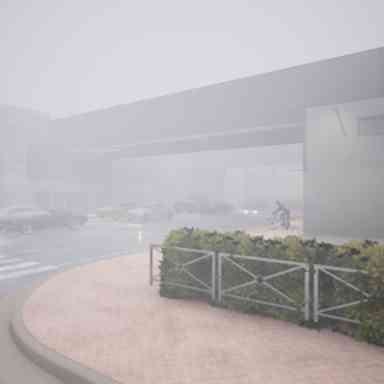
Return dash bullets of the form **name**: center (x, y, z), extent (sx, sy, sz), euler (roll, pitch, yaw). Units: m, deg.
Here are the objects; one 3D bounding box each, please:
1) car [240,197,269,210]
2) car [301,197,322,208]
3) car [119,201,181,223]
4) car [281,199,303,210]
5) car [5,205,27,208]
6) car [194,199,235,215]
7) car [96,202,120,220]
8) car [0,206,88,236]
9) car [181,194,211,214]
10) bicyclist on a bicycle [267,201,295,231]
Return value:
- **car**: center (8.438, 1.625, 43.160), extent (1.994, 1.385, 4.181), euler (0, 0, 36)
- **car**: center (18.370, 1.553, 50.965), extent (1.837, 1.490, 4.892), euler (0, 0, 35)
- **car**: center (-3.256, 1.588, 26.808), extent (1.812, 1.442, 4.674), euler (0, 0, 36)
- **car**: center (13.042, 1.574, 43.389), extent (1.812, 1.442, 4.674), euler (0, 0, 36)
- **car**: center (-11.450, 1.601, 21.409), extent (1.812, 1.442, 4.674), euler (0, 0, 37)
- **car**: center (2.580, 1.663, 34.996), extent (1.895, 1.301, 4.718), euler (0, 0, 36)
- **car**: center (-6.001, 1.552, 28.988), extent (1.882, 1.535, 5.008), euler (0, 0, 36)
- **car**: center (-8.566, 1.664, 19.354), extent (1.895, 1.301, 4.718), euler (0, 0, 35)
- **car**: center (0.216, 1.296, 37.707), extent (2.150, 2.045, 5.566), euler (0, 0, 36)
- **bicyclist on a bicycle**: center (4.949, 1.326, 18.536), extent (1.656, 1.620, 0.582), euler (0, 0, 35)
